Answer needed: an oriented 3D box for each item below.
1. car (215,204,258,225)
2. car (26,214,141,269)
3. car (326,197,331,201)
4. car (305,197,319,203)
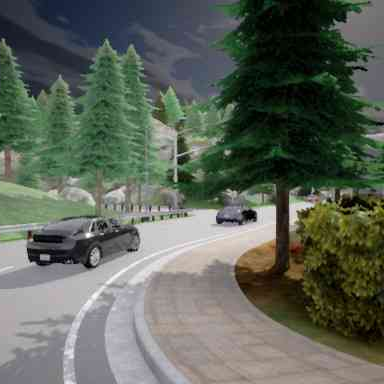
[{"bbox_3d":[3.331,1.583,24.156,1.994,1.385,4.181,0,0,30],"label":"car"},{"bbox_3d":[-3.365,1.521,11.308,1.837,1.490,4.892,0,0,14],"label":"car"},{"bbox_3d":[29.395,1.428,69.761,1.837,1.490,4.892,0,0,30],"label":"car"},{"bbox_3d":[24.666,1.339,68.540,2.097,1.767,4.553,0,0,30],"label":"car"}]
